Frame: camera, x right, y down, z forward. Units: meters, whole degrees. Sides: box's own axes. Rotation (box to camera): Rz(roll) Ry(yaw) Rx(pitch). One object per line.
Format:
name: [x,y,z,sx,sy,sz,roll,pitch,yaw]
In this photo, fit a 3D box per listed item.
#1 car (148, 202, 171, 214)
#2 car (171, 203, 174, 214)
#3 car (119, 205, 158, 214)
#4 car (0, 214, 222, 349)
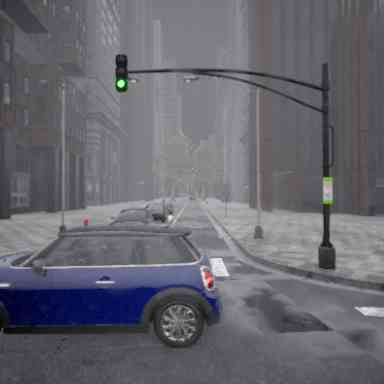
car: [-3.052,1.700,27.708,1.882,1.535,5.008,0,0,0]
car: [-3.024,1.845,38.038,2.033,1.411,5.357,0,0,0]
car: [-3.080,1.651,17.621,1.837,1.490,4.892,0,0,-1]
car: [-1.801,1.390,5.850,4.553,1.767,2.097,0,0,0]
